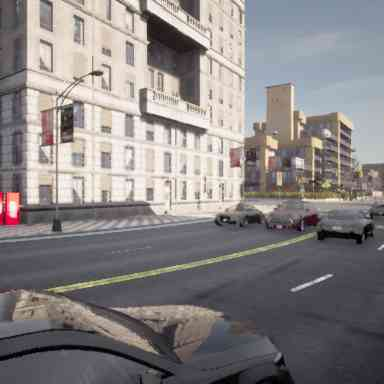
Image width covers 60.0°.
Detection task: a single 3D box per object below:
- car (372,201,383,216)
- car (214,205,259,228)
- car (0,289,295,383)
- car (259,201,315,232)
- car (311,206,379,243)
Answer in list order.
[{"bbox_3d":[16.435,1.480,28.330,2.128,1.511,4.902,0,0,36],"label":"car"},{"bbox_3d":[3.226,1.550,22.171,1.994,1.385,4.181,0,0,37],"label":"car"},{"bbox_3d":[-1.228,1.523,2.437,4.674,1.442,1.812,0,0,-37],"label":"car"},{"bbox_3d":[6.187,1.338,20.279,2.097,1.767,4.553,0,0,36],"label":"car"},{"bbox_3d":[7.574,1.556,16.231,1.994,1.385,4.181,0,0,36],"label":"car"}]
